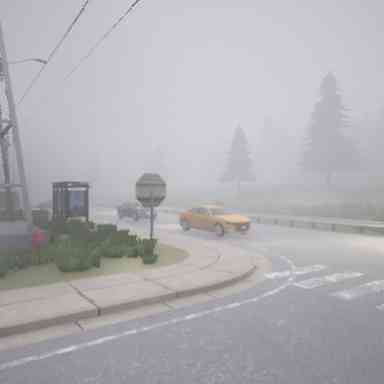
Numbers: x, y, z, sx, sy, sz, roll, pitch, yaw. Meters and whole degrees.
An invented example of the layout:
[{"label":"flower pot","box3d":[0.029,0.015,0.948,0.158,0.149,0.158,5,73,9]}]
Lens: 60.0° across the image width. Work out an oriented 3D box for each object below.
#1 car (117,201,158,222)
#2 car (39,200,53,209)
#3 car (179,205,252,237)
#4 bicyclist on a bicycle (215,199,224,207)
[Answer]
[{"label":"car","box3d":[-4.435,1.503,26.723,2.128,1.511,4.902,0,0,-34]},{"label":"car","box3d":[-17.537,1.574,42.764,4.181,1.385,1.994,0,0,-6]},{"label":"car","box3d":[1.159,1.489,18.510,1.882,1.535,5.008,0,0,-34]},{"label":"bicyclist on a bicycle","box3d":[2.396,1.422,29.156,1.656,1.620,0.582,-7,4,-34]}]
